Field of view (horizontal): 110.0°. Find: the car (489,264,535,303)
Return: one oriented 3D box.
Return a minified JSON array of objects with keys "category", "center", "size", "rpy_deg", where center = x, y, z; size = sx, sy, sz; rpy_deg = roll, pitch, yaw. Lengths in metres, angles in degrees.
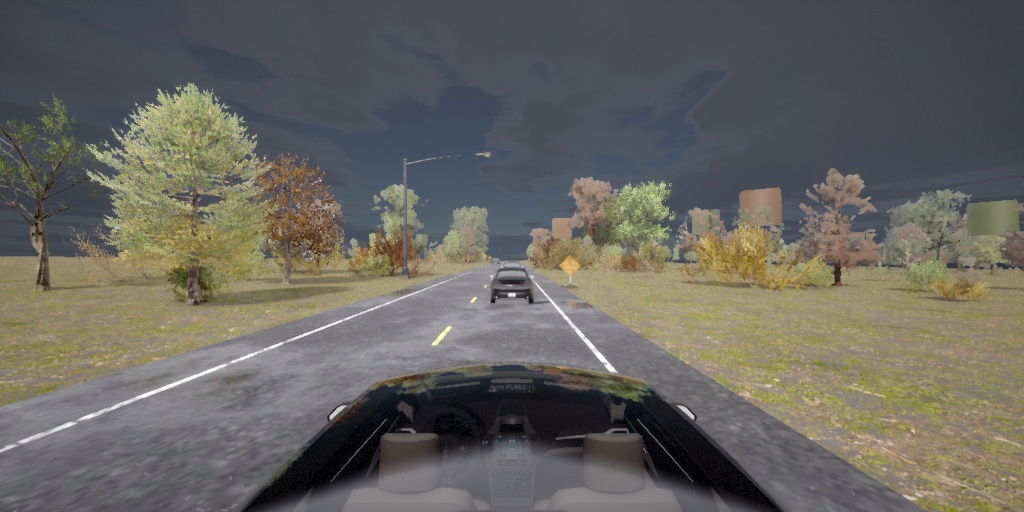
[{"category":"car","center":[0.000,1.274,16.502],"size":[1.837,1.490,4.892],"rpy_deg":[0,0,0]}]

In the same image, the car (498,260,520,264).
[{"category":"car","center":[0.000,1.255,31.504],"size":[1.882,1.535,5.008],"rpy_deg":[0,0,0]}]

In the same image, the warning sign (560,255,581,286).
[{"category":"warning sign","center":[3.550,0.876,21.798],"size":[1.300,1.860,1.060],"rpy_deg":[0,0,0]}]
